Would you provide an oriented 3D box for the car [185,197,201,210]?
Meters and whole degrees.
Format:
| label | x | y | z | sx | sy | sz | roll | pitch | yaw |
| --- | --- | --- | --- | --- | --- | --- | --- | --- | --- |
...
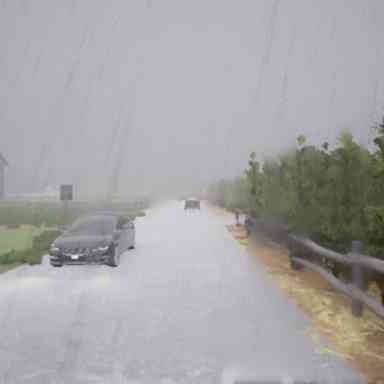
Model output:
| label | x | y | z | sx | sy | sz | roll | pitch | yaw |
| --- | --- | --- | --- | --- | --- | --- | --- | --- | --- |
| car | 0.063 | 1.358 | 41.746 | 1.882 | 1.535 | 5.008 | 0 | 0 | 0 |

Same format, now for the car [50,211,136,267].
| label | x | y | z | sx | sy | sz | roll | pitch | yaw |
| --- | --- | --- | --- | --- | --- | --- | --- | --- | --- |
| car | -3.126 | 1.471 | 11.366 | 1.837 | 1.490 | 4.892 | 0 | 1 | 1 |
